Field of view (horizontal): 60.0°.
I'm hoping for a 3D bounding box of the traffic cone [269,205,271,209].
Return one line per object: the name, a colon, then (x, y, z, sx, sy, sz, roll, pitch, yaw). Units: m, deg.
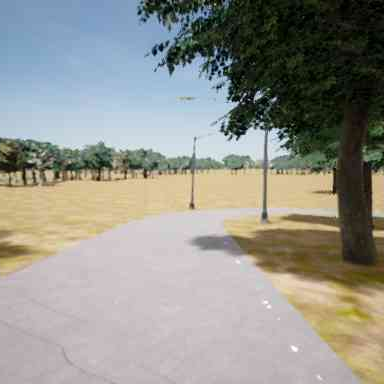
traffic cone: (12.500, 2.412, 53.124, 0.340, 0.580, 0.340, 2, 2, -33)
